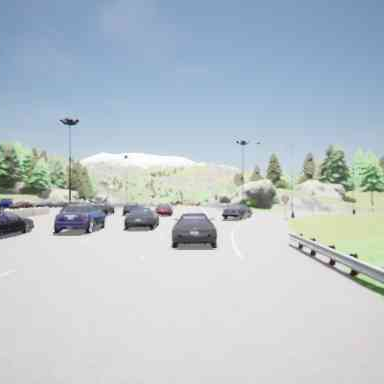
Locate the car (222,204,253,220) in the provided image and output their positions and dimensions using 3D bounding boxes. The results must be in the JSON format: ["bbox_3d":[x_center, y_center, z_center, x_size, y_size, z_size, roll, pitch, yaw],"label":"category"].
[{"bbox_3d":[4.517,1.904,32.516,2.033,1.411,5.357,-1,-1,24],"label":"car"}]

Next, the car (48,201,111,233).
[{"bbox_3d":[-6.895,1.547,20.994,2.097,1.767,4.553,0,-1,0],"label":"car"}]

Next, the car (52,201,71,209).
[{"bbox_3d":[-27.483,2.712,70.324,1.882,1.535,5.008,0,-2,1],"label":"car"}]

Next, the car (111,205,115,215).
[{"bbox_3d":[-10.287,1.970,38.753,2.128,1.511,4.902,0,-1,1],"label":"car"}]

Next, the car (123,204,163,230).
[{"bbox_3d":[-3.396,1.757,22.965,1.994,1.385,4.181,0,0,0],"label":"car"}]

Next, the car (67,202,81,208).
[{"bbox_3d":[-30.768,3.297,86.541,1.837,1.490,4.892,0,-2,1],"label":"car"}]

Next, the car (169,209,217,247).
[{"bbox_3d":[0.100,1.678,15.728,1.994,1.385,4.181,-1,-1,0],"label":"car"}]

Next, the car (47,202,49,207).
[{"bbox_3d":[-30.983,2.772,70.319,2.033,1.411,5.357,0,-2,1],"label":"car"}]

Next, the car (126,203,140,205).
[{"bbox_3d":[-6.786,1.982,38.764,2.128,1.511,4.902,0,-1,1],"label":"car"}]

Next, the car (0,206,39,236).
[{"bbox_3d":[-10.393,1.688,17.562,2.033,1.411,5.357,0,-1,0],"label":"car"}]

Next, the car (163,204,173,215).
[{"bbox_3d":[-3.283,2.077,39.400,1.994,1.385,4.181,0,-1,1],"label":"car"}]

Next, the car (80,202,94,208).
[{"bbox_3d":[-27.268,3.339,86.540,2.033,1.411,5.357,0,-2,1],"label":"car"}]

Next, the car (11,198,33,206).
[{"bbox_3d":[-27.748,2.232,54.090,1.882,1.535,5.008,0,-1,1],"label":"car"}]
